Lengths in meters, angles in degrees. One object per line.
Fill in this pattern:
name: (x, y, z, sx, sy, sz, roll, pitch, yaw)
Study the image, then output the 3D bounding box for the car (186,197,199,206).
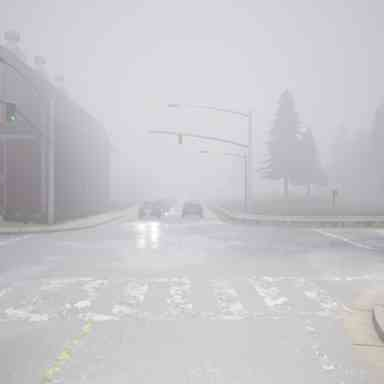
car: (0.062, 1.547, 55.877, 2.033, 1.411, 5.357, 0, 0, 0)

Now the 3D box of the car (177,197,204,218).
car: (0.033, 1.492, 30.411, 2.128, 1.511, 4.902, 0, 0, 0)

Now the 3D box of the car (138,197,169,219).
car: (-3.568, 1.491, 29.596, 2.128, 1.511, 4.902, 0, 0, 0)

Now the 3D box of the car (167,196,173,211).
car: (-3.555, 1.505, 39.067, 1.837, 1.490, 4.892, 0, 0, 0)

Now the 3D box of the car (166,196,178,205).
car: (-3.486, 1.478, 59.820, 1.882, 1.535, 5.008, 0, 0, 0)

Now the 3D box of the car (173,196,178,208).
car: (-3.539, 1.526, 49.332, 1.812, 1.442, 4.674, 0, 0, 0)
